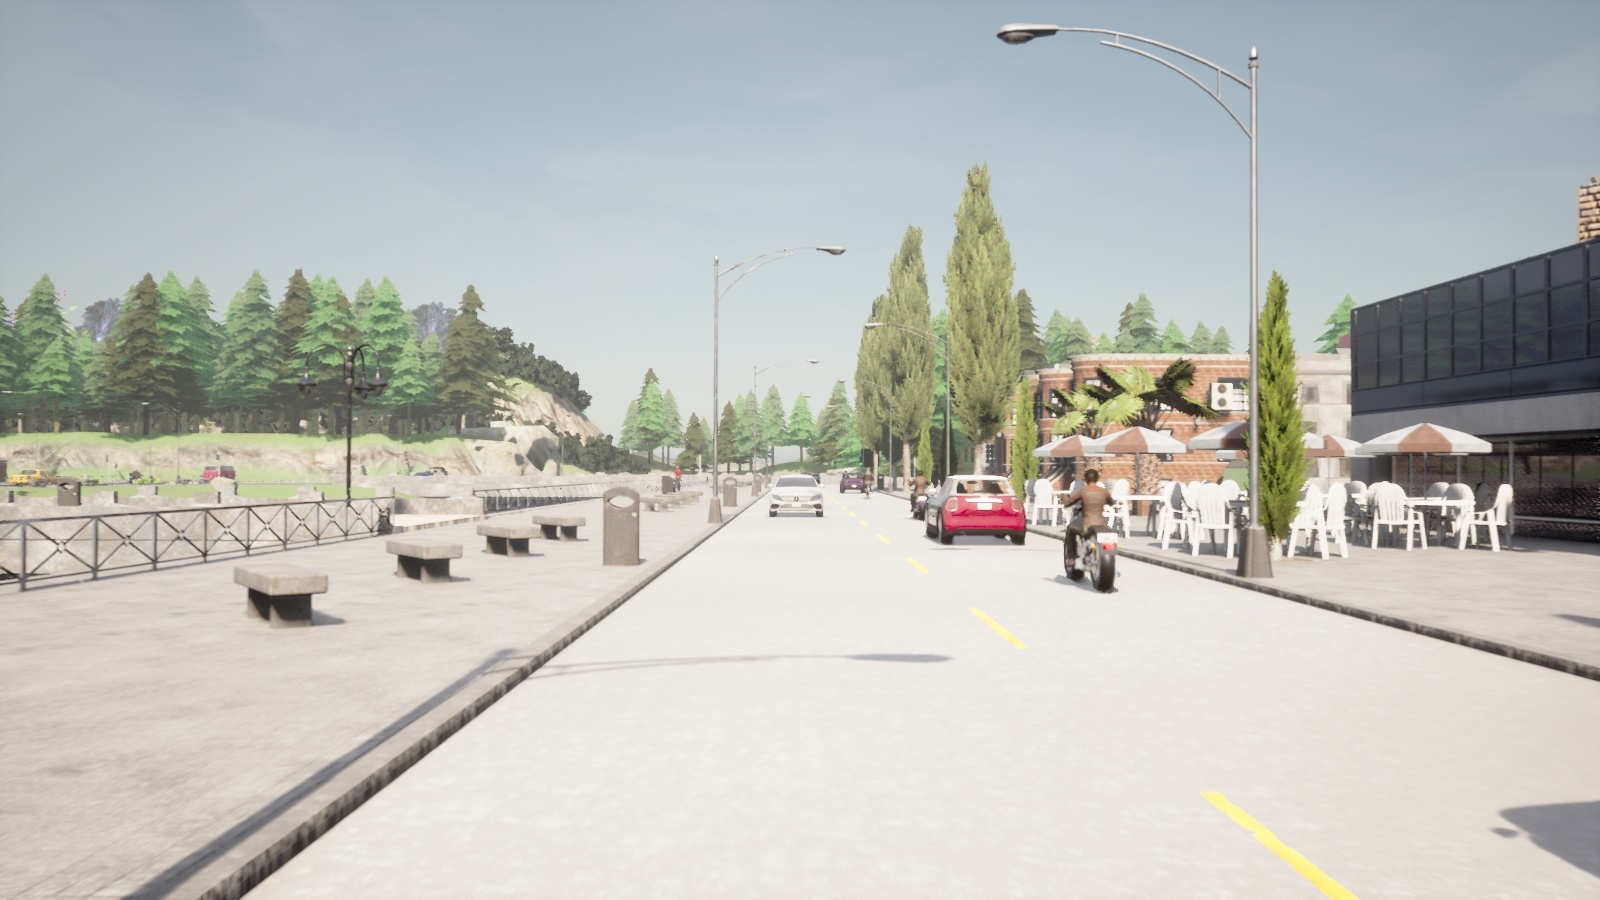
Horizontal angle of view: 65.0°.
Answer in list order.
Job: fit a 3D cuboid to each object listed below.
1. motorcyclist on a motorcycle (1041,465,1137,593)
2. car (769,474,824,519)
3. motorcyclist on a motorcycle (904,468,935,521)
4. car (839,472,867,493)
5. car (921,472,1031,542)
[{"bbox_3d":[3.954,1.040,17.359,0.766,1.649,2.350,0,-1,0],"label":"motorcyclist on a motorcycle"},{"bbox_3d":[-0.113,1.572,43.666,1.812,1.442,4.674,0,-1,0],"label":"car"},{"bbox_3d":[3.892,1.436,40.994,0.766,1.649,2.350,0,-1,0],"label":"motorcyclist on a motorcycle"},{"bbox_3d":[3.767,2.314,89.663,1.816,1.474,4.193,0,-1,0],"label":"car"},{"bbox_3d":[3.925,1.243,28.598,1.970,1.475,3.806,0,-1,0],"label":"car"}]
